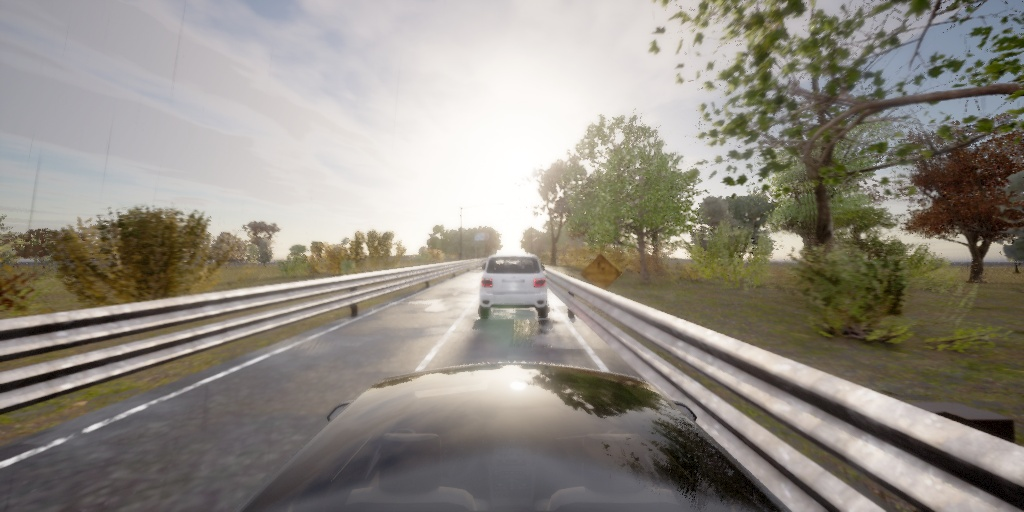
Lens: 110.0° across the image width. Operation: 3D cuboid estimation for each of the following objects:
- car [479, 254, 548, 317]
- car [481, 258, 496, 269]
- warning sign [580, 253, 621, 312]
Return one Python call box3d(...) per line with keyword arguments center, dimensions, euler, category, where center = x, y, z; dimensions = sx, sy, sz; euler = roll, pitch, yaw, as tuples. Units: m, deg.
box3d(center=(0.064, 0.940, 13.079), dimensions=(2.150, 2.045, 5.566), euler=(0, 0, 1), category="car")
box3d(center=(-3.305, 1.058, 51.004), dimensions=(1.812, 1.442, 4.674), euler=(0, 0, 0), category="car")
box3d(center=(2.853, 0.842, 11.453), dimensions=(1.300, 1.860, 1.060), euler=(0, 0, 0), category="warning sign")
